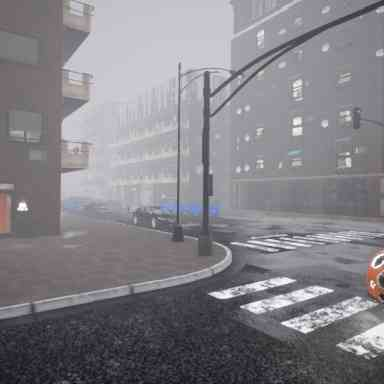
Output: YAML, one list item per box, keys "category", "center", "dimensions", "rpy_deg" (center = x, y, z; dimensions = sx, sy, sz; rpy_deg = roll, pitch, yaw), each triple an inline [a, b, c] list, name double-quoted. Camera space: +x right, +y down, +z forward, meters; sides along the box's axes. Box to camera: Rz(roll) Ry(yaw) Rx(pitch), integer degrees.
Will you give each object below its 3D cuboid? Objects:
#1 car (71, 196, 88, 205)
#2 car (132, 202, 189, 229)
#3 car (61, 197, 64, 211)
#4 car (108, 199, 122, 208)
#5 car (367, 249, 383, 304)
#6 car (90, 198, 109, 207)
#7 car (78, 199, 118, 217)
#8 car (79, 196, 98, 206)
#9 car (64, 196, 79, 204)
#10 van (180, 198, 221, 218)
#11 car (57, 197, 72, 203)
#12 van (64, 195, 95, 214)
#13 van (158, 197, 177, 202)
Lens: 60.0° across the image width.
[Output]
- category: "car"
  center: [-21.326, 1.606, 62.920]
  dimensions: [1.967, 1.590, 4.097]
  rpy_deg: [1, -1, -35]
- category: "car"
  center: [-2.406, 1.539, 21.603]
  dimensions: [2.008, 1.369, 4.403]
  rpy_deg: [1, -1, -35]
- category: "car"
  center: [-15.110, 1.581, 40.024]
  dimensions: [2.008, 1.369, 4.403]
  rpy_deg: [1, -1, -35]
- category: "car"
  center: [-11.799, 1.683, 49.103]
  dimensions: [1.887, 1.381, 4.507]
  rpy_deg: [1, -1, -35]
- category: "car"
  center: [5.660, 1.353, 6.981]
  dimensions: [4.553, 1.767, 2.097]
  rpy_deg: [0, 0, -35]
- category: "car"
  center: [-14.975, 1.730, 53.708]
  dimensions: [1.802, 1.307, 4.206]
  rpy_deg: [1, -1, -35]
- category: "car"
  center: [-8.759, 1.592, 30.813]
  dimensions: [1.802, 1.307, 4.206]
  rpy_deg: [1, -1, -35]
- category: "car"
  center: [-18.150, 1.597, 58.314]
  dimensions: [1.967, 1.590, 4.097]
  rpy_deg: [1, -1, -35]
- category: "car"
  center: [-24.502, 1.614, 67.525]
  dimensions: [1.967, 1.590, 4.097]
  rpy_deg: [1, -1, -35]
- category: "van"
  center: [0.906, 1.439, 30.683]
  dimensions: [1.690, 1.788, 3.998]
  rpy_deg: [1, -1, -35]
- category: "car"
  center: [-27.679, 1.727, 72.130]
  dimensions: [1.887, 1.381, 4.507]
  rpy_deg: [1, -1, -35]
- category: "van"
  center: [-11.933, 1.361, 35.420]
  dimensions: [1.690, 1.788, 3.998]
  rpy_deg: [1, -1, -35]
- category: "van"
  center: [-2.270, 1.450, 35.288]
  dimensions: [1.690, 1.788, 3.998]
  rpy_deg: [1, -1, -35]
